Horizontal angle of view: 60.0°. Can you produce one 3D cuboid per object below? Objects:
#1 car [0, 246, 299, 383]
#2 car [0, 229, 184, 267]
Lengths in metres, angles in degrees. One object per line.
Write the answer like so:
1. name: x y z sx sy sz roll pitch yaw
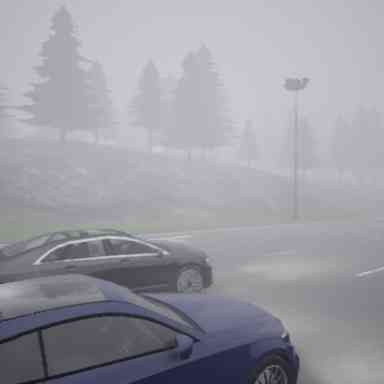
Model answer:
1. car: -1.034 1.533 3.009 4.674 1.442 1.812 0 0 -35
2. car: -1.767 1.515 6.786 4.902 1.511 2.128 1 0 -35
